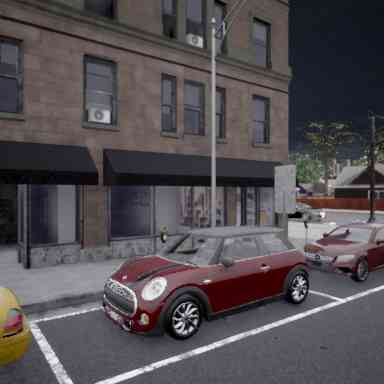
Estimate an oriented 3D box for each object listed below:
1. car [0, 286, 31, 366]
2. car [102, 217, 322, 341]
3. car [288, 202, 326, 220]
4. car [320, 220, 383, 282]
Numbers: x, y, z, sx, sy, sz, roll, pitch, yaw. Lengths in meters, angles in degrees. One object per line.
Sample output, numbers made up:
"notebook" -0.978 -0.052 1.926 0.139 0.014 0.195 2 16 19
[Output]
"car" -4.251 1.525 3.158 4.829 1.417 1.752 0 0 -35
"car" 0.382 1.440 6.459 4.097 1.590 1.967 0 0 -35
"car" 8.450 1.590 27.098 2.128 1.511 4.902 0 0 -37
"car" 4.878 1.582 9.660 4.206 1.307 1.802 0 0 -35
